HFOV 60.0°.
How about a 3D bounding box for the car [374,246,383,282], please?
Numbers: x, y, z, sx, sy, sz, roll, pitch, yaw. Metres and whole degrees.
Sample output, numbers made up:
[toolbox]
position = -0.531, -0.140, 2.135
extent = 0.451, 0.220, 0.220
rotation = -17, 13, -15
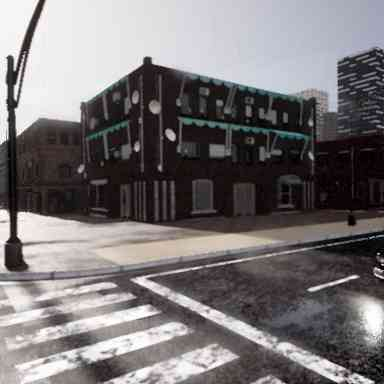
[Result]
[car]
position = 6.417, 1.435, 8.270
extent = 4.892, 1.490, 1.837
rotation = -1, 0, -36
